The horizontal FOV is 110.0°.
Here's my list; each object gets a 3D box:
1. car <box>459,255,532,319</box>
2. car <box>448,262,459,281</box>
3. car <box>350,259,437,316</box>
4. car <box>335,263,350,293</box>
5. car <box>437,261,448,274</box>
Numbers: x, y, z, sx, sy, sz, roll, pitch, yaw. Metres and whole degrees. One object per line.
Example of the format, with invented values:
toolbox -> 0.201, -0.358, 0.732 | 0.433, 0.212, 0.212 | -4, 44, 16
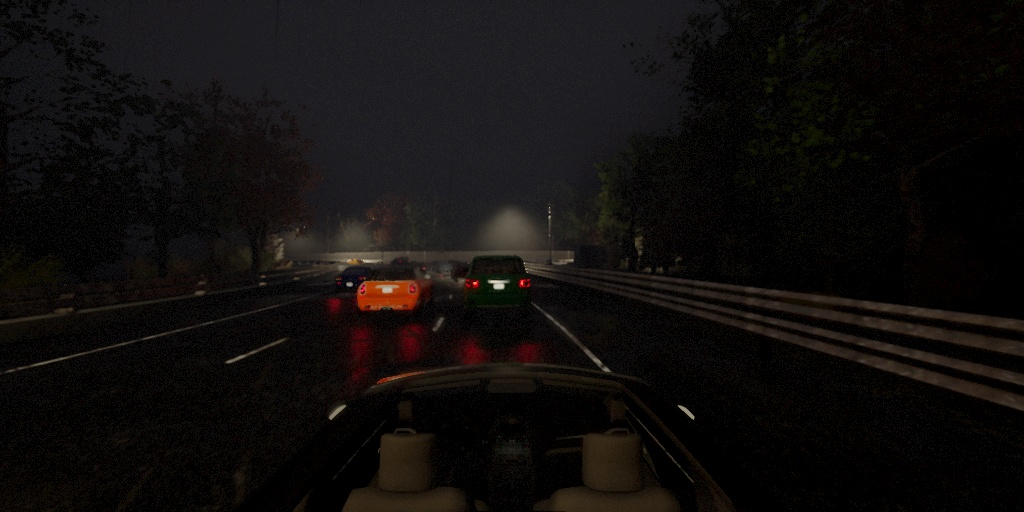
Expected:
car -> -0.649, 0.988, 13.191 | 2.150, 2.045, 5.566 | 0, 0, -6
car -> -4.096, 1.277, 30.436 | 1.882, 1.535, 5.008 | 0, 0, -14
car -> -4.272, 1.133, 13.758 | 2.097, 1.767, 4.553 | 0, 0, -6
car -> -9.003, 1.331, 21.144 | 1.812, 1.442, 4.674 | 0, 0, -11
car -> -8.474, 1.357, 43.615 | 1.812, 1.442, 4.674 | 0, 0, -22
